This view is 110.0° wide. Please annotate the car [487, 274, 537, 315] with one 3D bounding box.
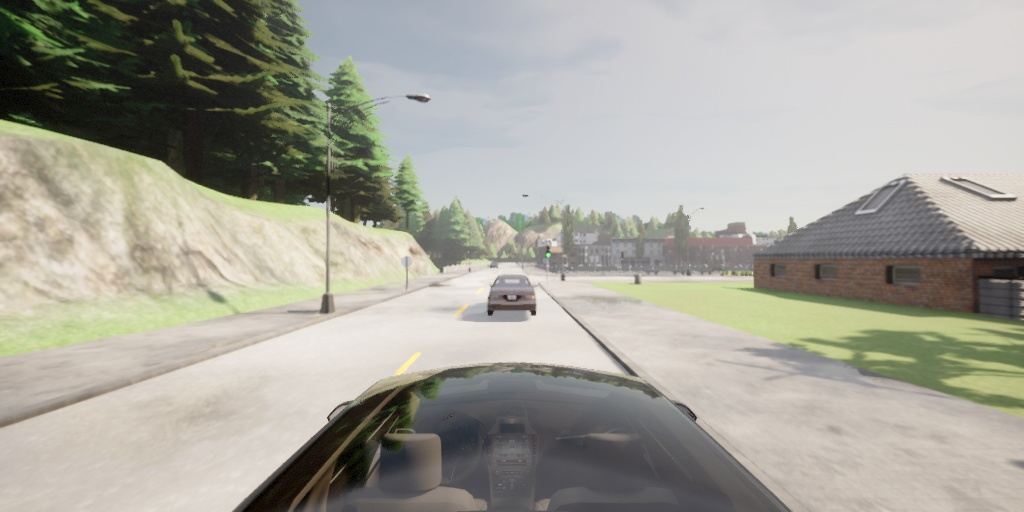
[{"bbox_3d":[0.006,1.438,14.343,2.033,1.411,5.357,0,-1,0],"label":"car"}]
